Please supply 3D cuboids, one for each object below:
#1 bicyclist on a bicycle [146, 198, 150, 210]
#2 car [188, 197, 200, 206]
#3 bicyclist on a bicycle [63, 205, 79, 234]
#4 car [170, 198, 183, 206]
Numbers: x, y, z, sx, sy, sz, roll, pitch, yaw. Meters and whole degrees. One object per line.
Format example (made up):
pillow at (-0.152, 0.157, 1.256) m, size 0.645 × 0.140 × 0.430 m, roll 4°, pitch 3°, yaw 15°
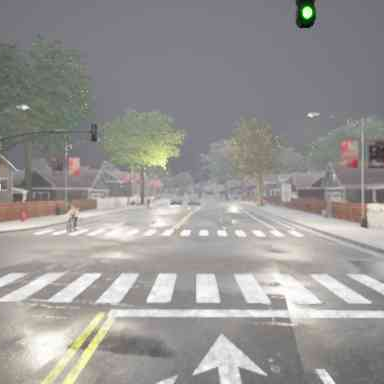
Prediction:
bicyclist on a bicycle at (-6.204, 1.717, 47.164) m, size 0.582 × 1.620 × 1.656 m, roll 0°, pitch 0°, yaw 2°
car at (0.400, 1.682, 61.811) m, size 2.097 × 1.767 × 4.553 m, roll 0°, pitch 0°, yaw 5°
bicyclist on a bicycle at (-7.014, 1.577, 19.465) m, size 0.866 × 1.612 × 1.509 m, roll 0°, pitch 0°, yaw 2°
car at (-2.843, 1.894, 62.020) m, size 1.994 × 1.385 × 4.181 m, roll 0°, pitch 0°, yaw 5°
